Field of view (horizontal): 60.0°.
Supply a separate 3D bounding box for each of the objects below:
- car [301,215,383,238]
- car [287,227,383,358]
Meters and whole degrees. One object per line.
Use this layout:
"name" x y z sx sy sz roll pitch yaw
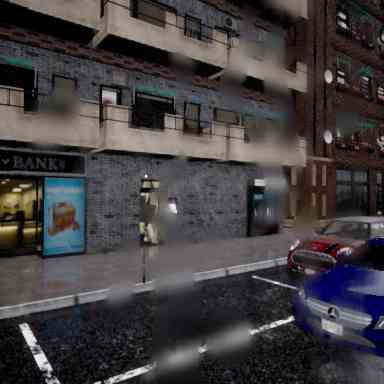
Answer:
"car" 4.530 1.442 9.327 4.097 1.590 1.967 0 1 -36
"car" 3.743 1.527 5.747 4.674 1.442 1.812 0 0 -36
